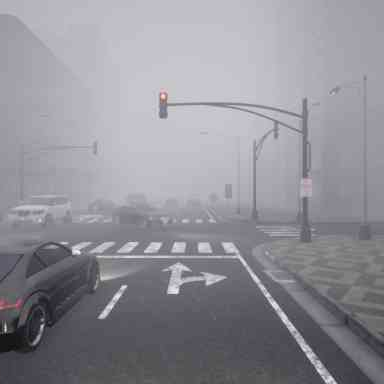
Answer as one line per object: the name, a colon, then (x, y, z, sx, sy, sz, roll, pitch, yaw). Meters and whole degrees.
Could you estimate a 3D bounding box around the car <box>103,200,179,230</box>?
car: (-3.260, 1.491, 21.116, 2.128, 1.511, 4.902, -1, 1, -44)

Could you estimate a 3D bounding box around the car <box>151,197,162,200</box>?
car: (-6.403, 1.569, 60.225, 1.895, 1.301, 4.718, 0, 0, 1)

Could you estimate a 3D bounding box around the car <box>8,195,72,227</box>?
car: (-9.789, 1.222, 21.995, 2.150, 2.045, 5.566, 0, 0, 0)

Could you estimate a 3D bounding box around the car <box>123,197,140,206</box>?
car: (-9.692, 1.500, 53.777, 1.812, 1.442, 4.674, 0, 0, 0)

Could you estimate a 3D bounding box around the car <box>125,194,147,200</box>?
car: (-6.490, 1.209, 38.753, 2.150, 2.045, 5.566, 0, 0, 0)

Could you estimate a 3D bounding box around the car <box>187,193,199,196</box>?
car: (0.229, 1.183, 70.882, 2.150, 2.045, 5.566, 0, 0, 0)

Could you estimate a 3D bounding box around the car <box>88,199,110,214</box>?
car: (-9.750, 1.484, 35.949, 2.128, 1.511, 4.902, 0, 0, 0)

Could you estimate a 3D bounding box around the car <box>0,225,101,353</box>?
car: (-3.133, 1.564, 6.139, 1.994, 1.385, 4.181, 0, 0, 0)

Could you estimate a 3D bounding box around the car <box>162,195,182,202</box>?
car: (-3.010, 1.454, 50.859, 1.882, 1.535, 5.008, 0, 0, 0)

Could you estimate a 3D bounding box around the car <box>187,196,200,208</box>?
car: (0.234, 1.580, 48.328, 1.895, 1.301, 4.718, 0, 0, 0)

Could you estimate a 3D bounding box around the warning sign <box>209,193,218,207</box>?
warning sign: (2.975, 1.097, 46.286, 1.300, 1.860, 1.060, 0, 0, 0)
